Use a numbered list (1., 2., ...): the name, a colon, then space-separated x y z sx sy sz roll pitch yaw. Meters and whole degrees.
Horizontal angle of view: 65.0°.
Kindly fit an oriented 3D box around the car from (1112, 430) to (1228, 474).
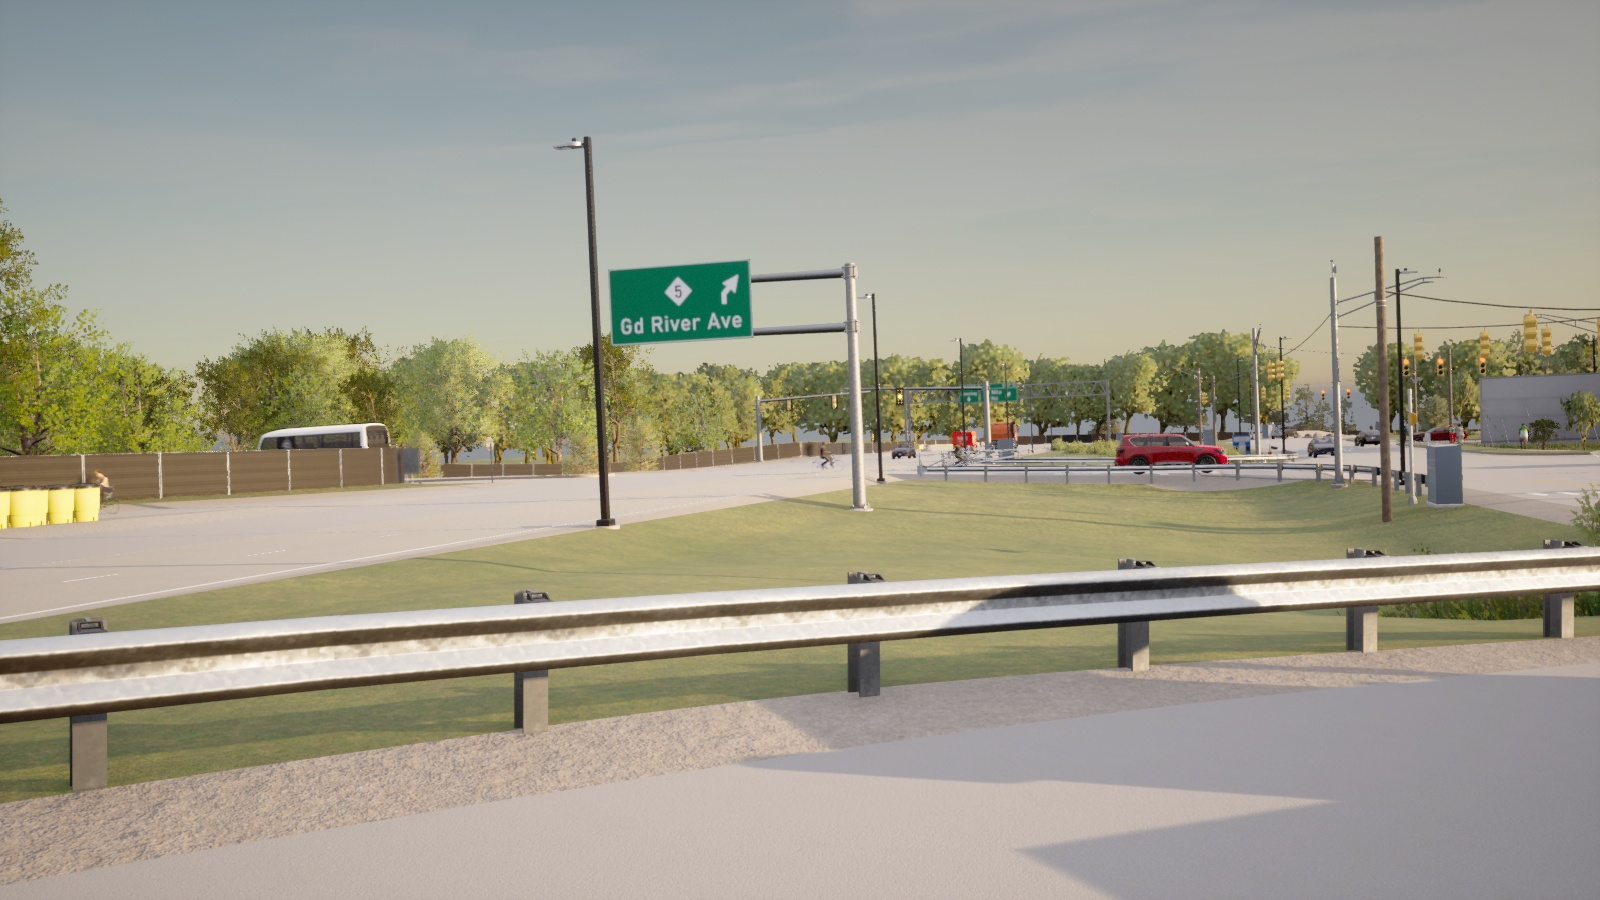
1. car: 18.900 0.090 64.235 5.566 2.045 2.150 -2 0 17

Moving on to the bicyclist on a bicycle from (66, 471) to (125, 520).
1. bicyclist on a bicycle: -24.597 1.590 43.837 0.866 1.612 1.509 -2 0 35

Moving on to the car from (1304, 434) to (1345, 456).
1. car: 37.890 -0.357 90.899 2.033 1.411 5.357 -2 1 16
